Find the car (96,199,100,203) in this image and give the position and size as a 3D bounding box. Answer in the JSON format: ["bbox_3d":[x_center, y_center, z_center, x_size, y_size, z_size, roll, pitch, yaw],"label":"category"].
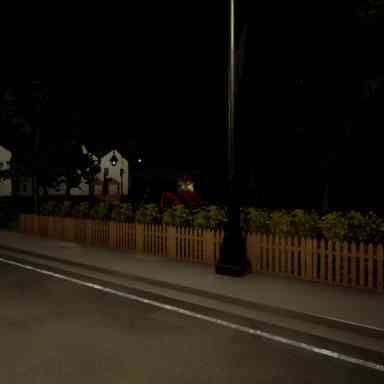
[{"bbox_3d":[-18.922,1.547,59.073,2.033,1.411,5.357,0,0,37],"label":"car"}]
